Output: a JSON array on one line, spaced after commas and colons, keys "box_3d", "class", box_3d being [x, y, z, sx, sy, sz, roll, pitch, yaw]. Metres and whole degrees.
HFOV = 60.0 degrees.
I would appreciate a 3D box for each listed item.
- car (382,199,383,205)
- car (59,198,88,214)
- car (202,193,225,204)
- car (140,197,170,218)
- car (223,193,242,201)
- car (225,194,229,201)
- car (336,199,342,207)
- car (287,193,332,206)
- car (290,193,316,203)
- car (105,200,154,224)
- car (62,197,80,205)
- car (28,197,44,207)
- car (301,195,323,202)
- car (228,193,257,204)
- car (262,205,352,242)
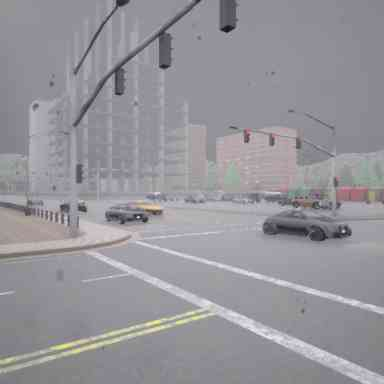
[{"box_3d": [32.642, 1.156, 53.263, 1.905, 1.878, 3.866, 0, 0, -35], "class": "car"}, {"box_3d": [-12.749, 1.600, 35.681, 1.895, 1.301, 4.718, 0, 0, -35], "class": "car"}, {"box_3d": [4.748, 1.395, 73.376, 1.970, 1.475, 3.806, 0, 0, -35], "class": "car"}, {"box_3d": [-4.307, 1.477, 29.867, 1.882, 1.535, 5.008, 0, 0, -35], "class": "car"}, {"box_3d": [9.273, 1.153, 76.639, 1.932, 1.855, 4.605, 0, 0, -35], "class": "car"}, {"box_3d": [7.111, 1.364, 75.048, 1.784, 1.438, 3.905, 0, 0, -35], "class": "car"}, {"box_3d": [16.645, 1.156, 41.896, 1.905, 1.878, 3.866, 0, 0, -35], "class": "car"}, {"box_3d": [14.251, 1.153, 40.269, 1.932, 1.855, 4.605, 0, 0, -35], "class": "car"}, {"box_3d": [22.504, 1.153, 67.552, 1.932, 1.855, 4.605, 0, 0, -35], "class": "car"}, {"box_3d": [-4.871, 1.564, 24.630, 1.994, 1.385, 4.181, 0, 0, -35], "class": "car"}, {"box_3d": [-22.544, 1.564, 61.818, 1.994, 1.385, 4.181, 0, 0, -35], "class": "car"}, {"box_3d": [-24.896, 1.529, 52.882, 1.812, 1.442, 4.674, 0, 0, -35], "class": "car"}, {"box_3d": [24.906, 1.364, 69.173, 1.784, 1.438, 3.905, 0, 0, -35], "class": "car"}, {"box_3d": [8.763, 1.395, 57.717, 1.970, 1.475, 3.806, 0, 0, -35], "class": "car"}, {"box_3d": [5.531, 1.564, 16.402, 1.994, 1.385, 4.181, 0, 0, -38], "class": "car"}]
